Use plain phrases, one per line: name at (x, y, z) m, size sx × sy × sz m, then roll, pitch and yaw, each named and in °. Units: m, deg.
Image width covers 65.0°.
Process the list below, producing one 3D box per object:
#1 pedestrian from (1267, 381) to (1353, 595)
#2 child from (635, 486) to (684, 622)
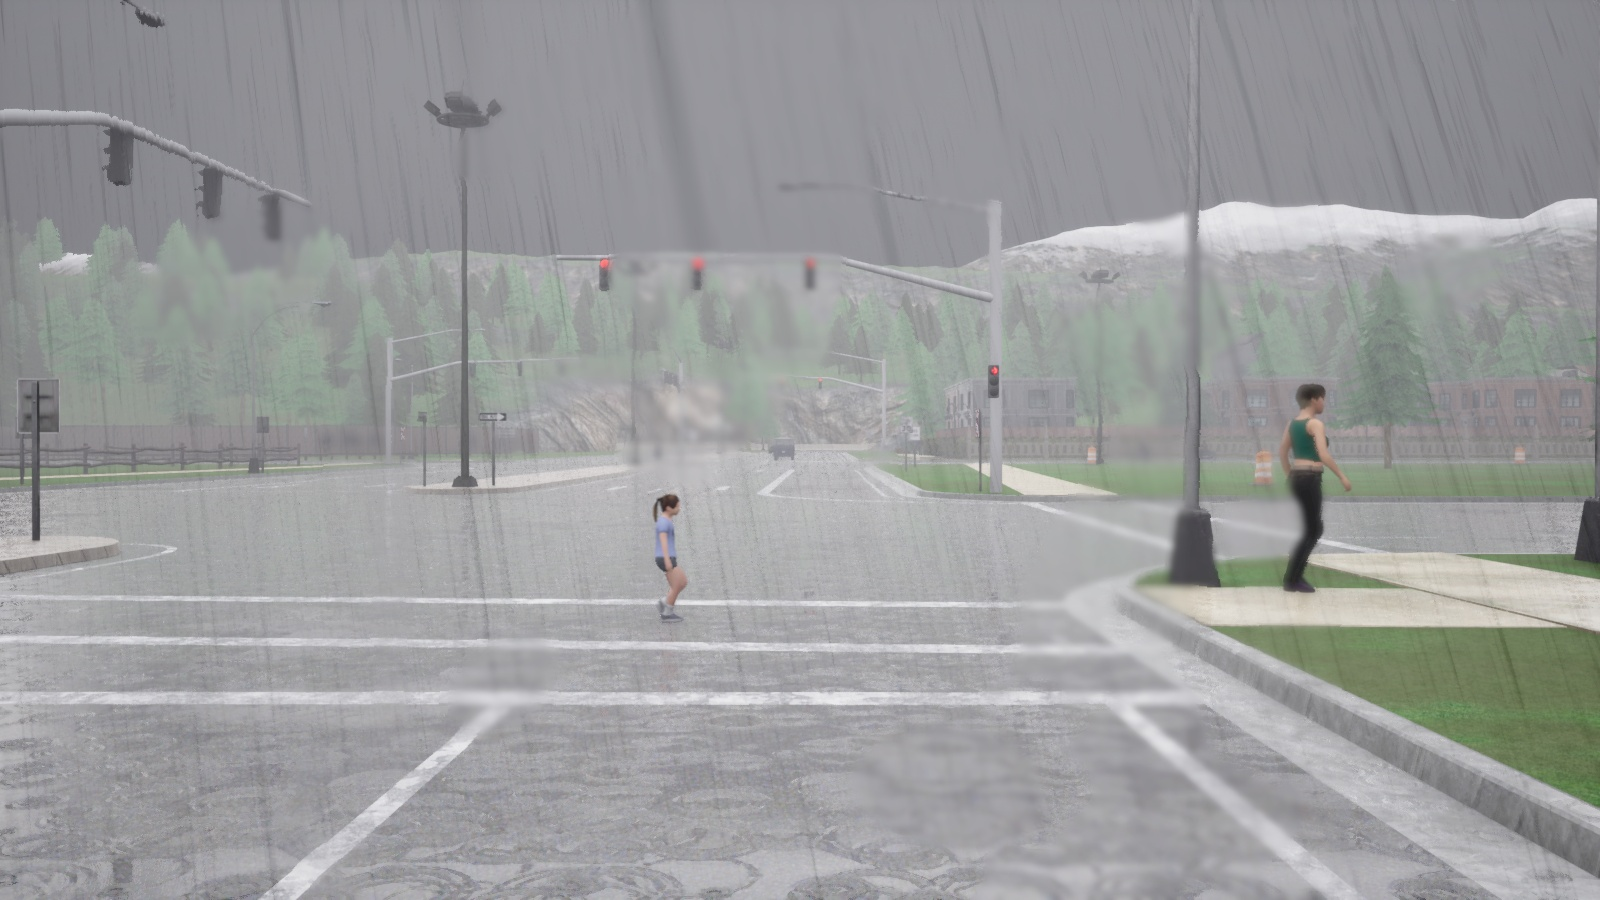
pedestrian at (4.449, 0.327, 10.970) m, size 0.594 × 1.836 × 0.345 m, roll 0°, pitch 0°, yaw -4°
child at (-1.165, 0.856, 10.435) m, size 0.394 × 1.110 × 0.255 m, roll 0°, pitch 0°, yaw -6°
